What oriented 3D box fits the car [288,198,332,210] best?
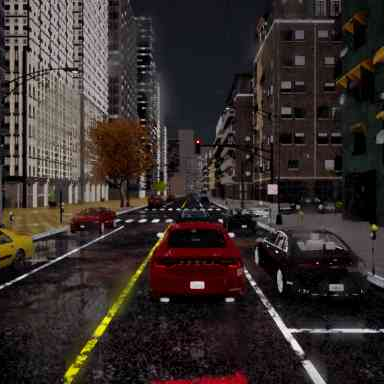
[{"bbox_3d":[13.475,1.359,38.848,4.403,1.369,2.008,-1,1,0],"label":"car"}]

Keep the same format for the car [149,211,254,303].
[{"bbox_3d":[0.102,1.478,8.294,1.882,1.535,5.008,0,0,0],"label":"car"}]

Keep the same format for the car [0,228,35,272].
[{"bbox_3d":[-5.681,1.526,8.230,1.752,1.417,4.829,0,0,0],"label":"car"}]

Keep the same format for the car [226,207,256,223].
[{"bbox_3d":[2.713,1.555,19.455,2.008,1.369,4.403,0,0,0],"label":"car"}]

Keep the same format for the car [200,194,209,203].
[{"bbox_3d":[2.782,1.630,73.934,1.947,1.339,4.313,0,0,0],"label":"car"}]

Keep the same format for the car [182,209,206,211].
[{"bbox_3d":[0.110,1.605,18.385,1.895,1.301,4.718,0,0,0],"label":"car"}]

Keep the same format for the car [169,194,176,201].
[{"bbox_3d":[-5.585,1.649,84.992,1.947,1.339,4.313,0,0,0],"label":"car"}]

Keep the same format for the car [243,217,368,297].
[{"bbox_3d":[2.700,1.551,8.389,2.008,1.369,4.403,0,0,0],"label":"car"}]

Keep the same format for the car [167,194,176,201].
[{"bbox_3d":[-5.578,1.409,90.514,2.192,1.841,5.009,0,0,0],"label":"car"}]

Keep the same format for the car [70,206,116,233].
[{"bbox_3d":[-5.667,1.549,19.466,1.887,1.381,4.507,0,0,0],"label":"car"}]

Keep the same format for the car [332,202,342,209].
[{"bbox_3d":[18.871,1.259,38.895,4.829,1.417,1.752,-1,1,0],"label":"car"}]

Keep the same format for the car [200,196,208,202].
[{"bbox_3d":[2.789,1.598,79.627,1.752,1.417,4.829,0,0,0],"label":"car"}]

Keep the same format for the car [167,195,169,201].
[{"bbox_3d":[-5.619,1.607,57.377,1.947,1.339,4.313,0,0,0],"label":"car"}]

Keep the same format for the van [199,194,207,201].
[{"bbox_3d":[2.796,1.424,84.981,1.690,1.788,3.998,0,0,0],"label":"van"}]

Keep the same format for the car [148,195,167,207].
[{"bbox_3d":[-5.627,1.349,51.854,2.192,1.841,5.009,0,0,0],"label":"car"}]
